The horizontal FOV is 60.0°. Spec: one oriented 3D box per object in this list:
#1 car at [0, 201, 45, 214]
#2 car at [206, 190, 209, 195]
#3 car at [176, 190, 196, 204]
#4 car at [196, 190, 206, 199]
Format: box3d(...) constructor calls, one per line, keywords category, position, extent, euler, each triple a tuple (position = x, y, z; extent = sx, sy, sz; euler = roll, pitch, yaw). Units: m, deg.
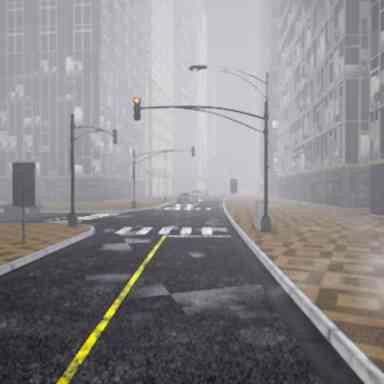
box3d(category="car", position=(-16.298, 1.373, 31.665), extent=(4.403, 1.369, 2.008), euler=(-1, 1, 10))
box3d(category="car", position=(2.908, 0.273, 75.572), extent=(1.812, 1.442, 4.674), euler=(0, 1, 9))
box3d(category="car", position=(-0.949, 0.800, 44.743), extent=(1.837, 1.490, 4.892), euler=(0, 1, 5))
box3d(category="car", position=(0.790, 0.380, 60.530), extent=(2.097, 1.767, 4.553), euler=(0, 1, 8))
